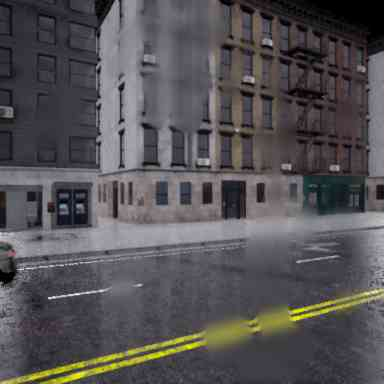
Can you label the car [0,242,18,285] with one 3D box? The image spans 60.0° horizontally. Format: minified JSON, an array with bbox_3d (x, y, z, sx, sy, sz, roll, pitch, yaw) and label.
[{"bbox_3d":[-6.135,1.562,7.235,4.181,1.385,1.994,0,0,-30],"label":"car"}]
